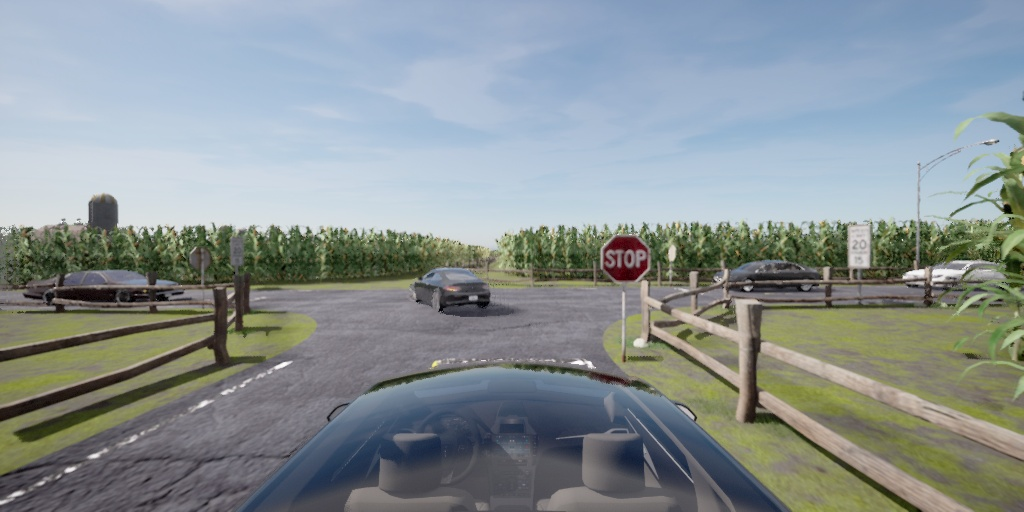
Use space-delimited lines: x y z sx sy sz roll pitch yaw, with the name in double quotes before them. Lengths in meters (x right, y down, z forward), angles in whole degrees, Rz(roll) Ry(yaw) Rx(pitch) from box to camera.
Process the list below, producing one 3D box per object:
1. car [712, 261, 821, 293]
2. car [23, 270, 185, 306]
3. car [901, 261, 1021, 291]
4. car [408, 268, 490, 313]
"car" 12.860 1.010 18.280 4.892 1.490 1.837 0 1 -1
"car" -17.496 1.323 15.494 5.357 1.411 2.033 0 1 0
"car" 22.837 0.964 18.277 4.674 1.442 1.812 0 1 0
"car" -2.452 1.185 13.588 1.812 1.442 4.674 0 0 -31
